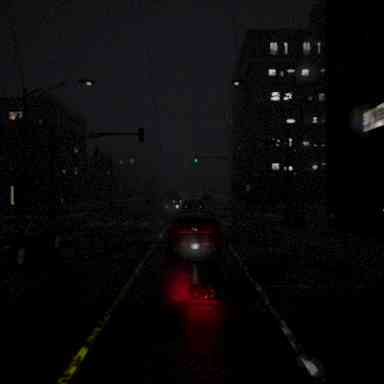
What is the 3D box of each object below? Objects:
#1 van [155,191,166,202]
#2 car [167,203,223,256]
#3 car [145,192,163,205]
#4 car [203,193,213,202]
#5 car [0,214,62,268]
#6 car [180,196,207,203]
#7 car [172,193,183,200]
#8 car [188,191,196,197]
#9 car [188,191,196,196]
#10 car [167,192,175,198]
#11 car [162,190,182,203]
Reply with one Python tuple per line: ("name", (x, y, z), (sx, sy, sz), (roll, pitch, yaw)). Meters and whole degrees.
("van", (-5.677, 0.774, 60.136), (1.690, 1.788, 3.998), (1, 1, 0))
("car", (0.099, 1.386, 12.585), (1.837, 1.490, 4.892), (0, 1, 0))
("car", (-5.756, 1.085, 48.769), (1.887, 1.381, 4.507), (1, 1, 0))
("car", (2.701, 0.872, 60.198), (1.967, 1.590, 4.097), (1, 1, 0))
("car", (-5.678, 1.448, 10.815), (2.008, 1.369, 4.403), (1, 1, 0))
("car", (0.098, 1.307, 31.155), (1.895, 1.301, 4.718), (0, 1, 0))
("car", (-3.006, 0.887, 69.231), (2.033, 1.411, 5.357), (0, 1, 0))
("car", (-0.007, 0.538, 86.862), (1.812, 1.442, 4.674), (0, 1, 0))
("car", (-0.005, 0.820, 76.855), (1.994, 1.385, 4.181), (0, 1, 0))
("car", (-5.684, 0.748, 88.570), (1.802, 1.307, 4.206), (1, 1, 0))
("car", (-3.069, 0.719, 53.481), (2.150, 2.045, 5.566), (0, 0, 0))
